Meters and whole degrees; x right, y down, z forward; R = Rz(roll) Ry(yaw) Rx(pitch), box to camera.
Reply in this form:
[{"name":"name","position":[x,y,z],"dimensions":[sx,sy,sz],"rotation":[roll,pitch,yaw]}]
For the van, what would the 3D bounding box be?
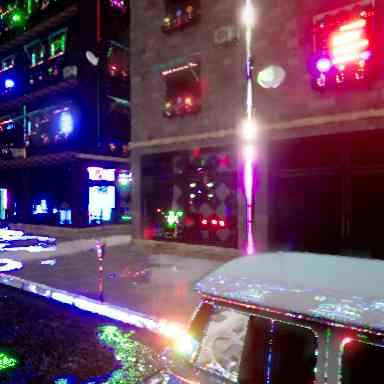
[{"name":"van","position":[1.611,1.349,1.697],"dimensions":[3.998,1.788,1.690],"rotation":[-1,-1,36]}]
